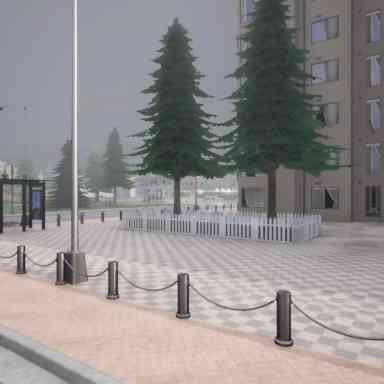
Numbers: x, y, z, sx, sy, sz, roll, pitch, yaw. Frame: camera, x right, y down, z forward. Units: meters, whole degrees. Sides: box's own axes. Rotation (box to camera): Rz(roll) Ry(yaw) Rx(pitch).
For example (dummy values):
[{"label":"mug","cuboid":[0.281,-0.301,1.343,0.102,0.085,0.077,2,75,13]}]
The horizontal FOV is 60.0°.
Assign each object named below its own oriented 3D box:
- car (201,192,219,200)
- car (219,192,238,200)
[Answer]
[{"label":"car","cuboid":[5.185,1.384,91.418,3.806,1.475,1.970,0,0,35]},{"label":"car","cuboid":[9.547,1.373,84.715,3.633,1.501,1.845,0,0,35]}]
